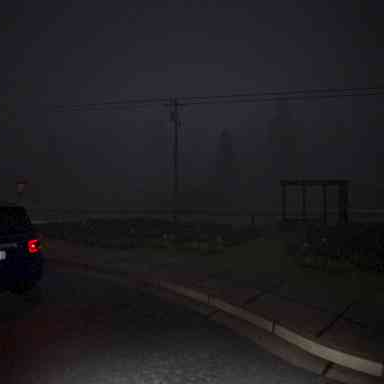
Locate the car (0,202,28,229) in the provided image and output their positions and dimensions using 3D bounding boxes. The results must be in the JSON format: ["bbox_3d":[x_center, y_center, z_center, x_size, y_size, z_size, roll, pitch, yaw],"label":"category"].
[{"bbox_3d":[-12.609,1.481,20.131,1.882,1.535,5.008,0,0,16],"label":"car"}]

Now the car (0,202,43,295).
[{"bbox_3d":[-5.608,1.224,7.520,5.566,2.045,2.150,0,0,37],"label":"car"}]
